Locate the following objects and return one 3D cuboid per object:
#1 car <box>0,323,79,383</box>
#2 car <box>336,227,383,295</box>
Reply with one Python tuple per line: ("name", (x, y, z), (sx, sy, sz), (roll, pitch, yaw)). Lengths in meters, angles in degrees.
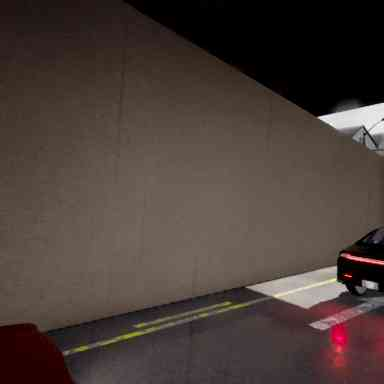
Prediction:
("car", (-2.998, 1.601, 1.687), (4.718, 1.301, 1.895), (0, 0, -35))
("car", (5.244, 1.491, 7.512), (4.902, 1.511, 2.128), (0, 0, -35))
